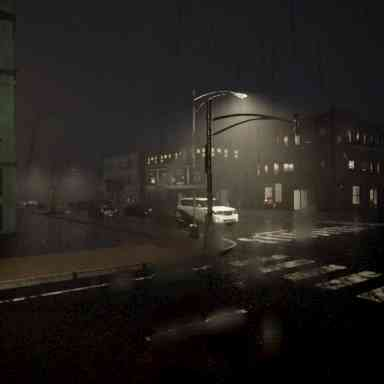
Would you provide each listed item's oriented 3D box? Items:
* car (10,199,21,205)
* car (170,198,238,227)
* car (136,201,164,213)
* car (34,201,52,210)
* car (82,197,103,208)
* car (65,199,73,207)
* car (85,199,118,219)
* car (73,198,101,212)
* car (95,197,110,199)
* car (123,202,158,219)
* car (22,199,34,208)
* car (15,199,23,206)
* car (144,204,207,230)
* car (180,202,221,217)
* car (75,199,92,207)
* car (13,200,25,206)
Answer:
[{"bbox_3d":[-44.644,2.597,84.104,1.887,1.381,4.507,-1,0,-36],"label":"car"},{"bbox_3d":[0.956,1.442,24.784,2.150,2.045,5.566,-1,0,-35],"label":"car"},{"bbox_3d":[-5.636,1.965,43.952,1.802,1.307,4.206,-2,0,-36],"label":"car"},{"bbox_3d":[-25.231,2.232,56.950,1.752,1.417,4.829,-1,0,-36],"label":"car"},{"bbox_3d":[-18.519,1.939,61.963,2.192,1.841,5.009,-1,0,-36],"label":"car"},{"bbox_3d":[-21.453,2.229,61.637,1.994,1.385,4.181,-1,0,-36],"label":"car"},{"bbox_3d":[-9.237,1.846,34.574,1.967,1.590,4.097,-1,0,-36],"label":"car"},{"bbox_3d":[-14.666,2.002,46.708,1.882,1.535,5.008,-1,0,-35],"label":"car"},{"bbox_3d":[-15.393,2.032,53.157,1.882,1.535,5.008,-1,0,-35],"label":"car"},{"bbox_3d":[-5.151,1.889,33.330,2.033,1.411,5.357,-1,0,-36],"label":"car"},{"bbox_3d":[-31.768,2.375,66.094,2.008,1.369,4.403,-1,0,-36],"label":"car"},{"bbox_3d":[-38.208,2.379,75.099,1.967,1.590,4.097,-1,0,-36],"label":"car"},{"bbox_3d":[-1.262,1.814,23.215,1.947,1.339,4.313,-2,0,-36],"label":"car"},{"bbox_3d":[0.801,1.809,34.947,2.008,1.369,4.403,-2,0,-36],"label":"car"},{"bbox_3d":[-21.733,2.227,66.466,1.887,1.381,4.507,-1,0,-36],"label":"car"},{"bbox_3d":[-41.425,2.546,79.603,2.008,1.369,4.403,-1,0,-36],"label":"car"}]
